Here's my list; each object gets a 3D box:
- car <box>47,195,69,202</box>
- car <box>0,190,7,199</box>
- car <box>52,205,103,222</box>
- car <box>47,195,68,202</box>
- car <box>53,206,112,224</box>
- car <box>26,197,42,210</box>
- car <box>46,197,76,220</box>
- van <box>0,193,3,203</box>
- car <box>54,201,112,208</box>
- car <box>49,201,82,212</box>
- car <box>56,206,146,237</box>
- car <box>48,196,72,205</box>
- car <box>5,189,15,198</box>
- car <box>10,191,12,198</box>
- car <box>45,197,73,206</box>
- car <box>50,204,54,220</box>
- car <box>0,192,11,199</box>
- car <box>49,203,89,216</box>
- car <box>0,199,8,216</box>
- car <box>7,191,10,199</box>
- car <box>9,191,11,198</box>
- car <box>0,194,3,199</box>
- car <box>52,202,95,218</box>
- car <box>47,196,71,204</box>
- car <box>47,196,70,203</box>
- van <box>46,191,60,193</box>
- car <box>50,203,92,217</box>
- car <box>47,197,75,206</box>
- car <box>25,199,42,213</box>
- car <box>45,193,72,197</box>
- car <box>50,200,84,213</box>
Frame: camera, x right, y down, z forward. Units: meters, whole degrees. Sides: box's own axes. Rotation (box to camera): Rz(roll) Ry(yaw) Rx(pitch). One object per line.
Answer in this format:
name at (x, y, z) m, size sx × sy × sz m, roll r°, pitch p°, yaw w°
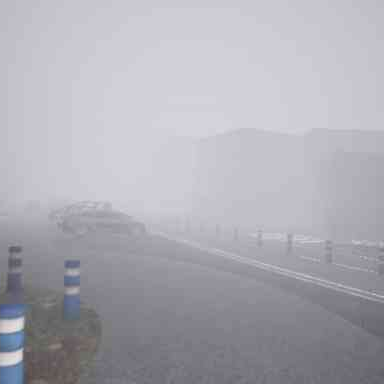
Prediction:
car at (-35.476, 1.602, 87.932) m, size 5.366 × 1.575 × 1.946 m, roll 3°, pitch 0°, yaw -24°
car at (-38.488, 1.136, 62.173) m, size 5.566 × 2.045 × 2.435 m, roll 3°, pitch 0°, yaw -24°
car at (-11.852, 2.219, 34.423) m, size 4.792 × 1.488 × 2.163 m, roll 3°, pitch -2°, yaw -24°
car at (-34.521, 1.691, 85.313) m, size 4.674 × 1.452 × 2.002 m, roll 3°, pitch 0°, yaw -24°
car at (-6.226, 1.872, 21.687) m, size 4.792 × 1.488 × 2.163 m, roll 3°, pitch -3°, yaw -24°
car at (-25.649, 1.877, 54.202) m, size 2.097 × 1.767 × 4.553 m, roll 3°, pitch -1°, yaw -24°
car at (-9.625, 1.826, 29.327) m, size 5.566 × 2.045 × 2.435 m, roll 3°, pitch -3°, yaw -24°
van at (-39.539, 1.113, 64.754) m, size 4.442 × 1.987 × 1.878 m, roll 3°, pitch 0°, yaw -24°
car at (-7.359, 1.803, 24.235) m, size 4.553 × 1.767 × 2.185 m, roll 3°, pitch -3°, yaw -24°
car at (-19.823, 2.304, 52.234) m, size 4.674 × 1.452 × 2.002 m, roll 3°, pitch -1°, yaw -24°
car at (-5.036, 1.789, 19.170) m, size 4.792 × 1.488 × 2.163 m, roll 3°, pitch -3°, yaw -24°
car at (-28.781, 1.794, 72.496) m, size 4.553 × 1.767 × 2.185 m, roll 3°, pitch 0°, yaw -24°
car at (-46.401, 0.767, 79.987) m, size 5.566 × 2.045 × 2.435 m, roll 3°, pitch 0°, yaw -24°
car at (-45.336, 1.098, 77.416) m, size 4.792 × 1.488 × 2.163 m, roll 3°, pitch 0°, yaw -24°
car at (-27.907, 1.955, 69.979) m, size 5.366 × 1.575 × 1.946 m, roll 3°, pitch 0°, yaw -24°
car at (-8.463, 2.009, 26.781) m, size 5.008 × 1.535 × 2.097 m, roll 3°, pitch -3°, yaw -24°
car at (-47.535, 0.838, 82.532) m, size 4.553 × 1.767 × 2.185 m, roll 3°, pitch 0°, yaw -24°
car at (-16.448, 2.311, 44.590) m, size 4.792 × 1.488 × 2.163 m, roll 3°, pitch -1°, yaw -24°
car at (-22.382, 1.919, 38.050) m, size 1.812 × 1.442 × 4.674 m, roll 3°, pitch -1°, yaw -24°
car at (-43.053, 1.176, 72.338) m, size 5.008 × 1.535 × 2.097 m, roll 3°, pitch 0°, yaw -24°
car at (-44.185, 1.124, 74.882) m, size 4.892 × 1.521 × 2.231 m, roll 3°, pitch 0°, yaw -24°
car at (-37.565, 1.425, 59.541) m, size 5.366 × 1.575 × 1.946 m, roll 3°, pitch 0°, yaw -24°
car at (-14.117, 2.129, 39.526) m, size 4.553 × 1.767 × 2.185 m, roll 3°, pitch -2°, yaw -24°
car at (-30.003, 1.864, 75.137) m, size 4.892 × 1.521 × 2.231 m, roll 3°, pitch 0°, yaw -24°
car at (-32.261, 1.757, 80.225) m, size 5.008 × 1.535 × 2.097 m, roll 3°, pitch 0°, yaw -24°
van at (-31.222, 1.579, 77.637) m, size 4.442 × 1.987 × 1.878 m, roll 3°, pitch 0°, yaw -24°
car at (-15.260, 2.303, 42.067) m, size 4.792 × 1.488 × 2.163 m, roll 3°, pitch -2°, yaw -24°
car at (-26.603, 2.019, 67.513) m, size 5.008 × 1.535 × 2.097 m, roll 3°, pitch 0°, yaw -24°
car at (-21.880, 2.131, 45.711) m, size 2.033 × 1.411 × 5.357 m, roll 3°, pitch -1°, yaw -24°
car at (-25.491, 1.819, 64.957) m, size 5.566 × 2.045 × 2.435 m, roll 3°, pitch 0°, yaw -24°
car at (-18.708, 2.152, 49.678) m, size 4.553 × 1.767 × 2.185 m, roll 3°, pitch -1°, yaw -24°
